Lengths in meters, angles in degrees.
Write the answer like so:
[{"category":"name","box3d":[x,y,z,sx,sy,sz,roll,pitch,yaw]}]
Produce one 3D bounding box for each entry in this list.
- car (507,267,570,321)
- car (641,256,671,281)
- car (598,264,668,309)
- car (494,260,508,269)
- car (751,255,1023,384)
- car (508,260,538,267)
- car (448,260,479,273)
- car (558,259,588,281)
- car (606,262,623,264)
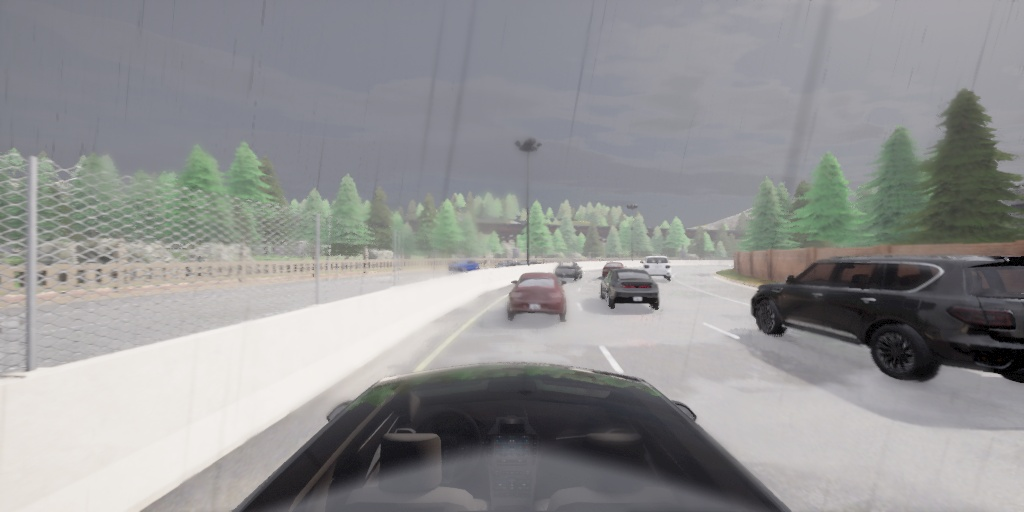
[{"category":"car","box3d":[0.928,1.280,12.462,1.812,1.442,4.674,0,0,7]},{"category":"car","box3d":[12.499,1.028,31.151,2.150,2.045,5.566,0,0,20]},{"category":"car","box3d":[4.834,1.277,15.142,1.837,1.490,4.892,0,0,9]},{"category":"car","box3d":[-0.602,1.240,45.505,2.128,1.511,4.902,0,0,25]},{"category":"car","box3d":[7.395,1.005,7.296,2.150,2.045,5.566,0,0,4]},{"category":"car","box3d":[1.664,1.236,42.048,1.882,1.535,5.008,0,0,24]},{"category":"car","box3d":[-5.688,1.204,42.581,1.882,1.535,5.008,0,0,23]},{"category":"car","box3d":[4.801,1.264,30.044,2.128,1.511,4.902,0,0,18]},{"category":"car","box3d":[9.307,1.270,32.470,1.882,1.535,5.008,0,0,20]}]
